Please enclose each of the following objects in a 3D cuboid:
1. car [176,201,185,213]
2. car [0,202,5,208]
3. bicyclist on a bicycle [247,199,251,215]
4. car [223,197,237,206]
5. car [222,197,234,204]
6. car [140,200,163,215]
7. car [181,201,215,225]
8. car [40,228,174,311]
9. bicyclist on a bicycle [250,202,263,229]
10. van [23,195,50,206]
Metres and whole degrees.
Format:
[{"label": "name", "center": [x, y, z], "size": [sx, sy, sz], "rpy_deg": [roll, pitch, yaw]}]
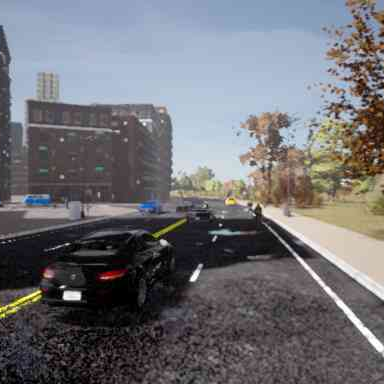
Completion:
[{"label": "car", "center": [-0.895, 1.870, 41.909], "size": [1.895, 1.301, 4.718], "rpy_deg": [0, 0, 5]}, {"label": "car", "center": [-26.338, 1.502, 42.675], "size": [4.206, 1.307, 1.802], "rpy_deg": [1, -2, -24]}, {"label": "bicyclist on a bicycle", "center": [5.376, 1.536, 30.918], "size": [0.659, 1.776, 1.843], "rpy_deg": [0, 0, 6]}, {"label": "car", "center": [7.387, 1.818, 62.948], "size": [1.882, 1.535, 5.008], "rpy_deg": [0, 0, 3]}, {"label": "car", "center": [7.927, 1.922, 73.604], "size": [2.128, 1.511, 4.902], "rpy_deg": [0, 0, 2]}, {"label": "car", "center": [-4.578, 1.735, 38.064], "size": [1.882, 1.535, 5.008], "rpy_deg": [0, -1, 6]}, {"label": "car", "center": [0.719, 1.650, 25.851], "size": [2.128, 1.511, 4.902], "rpy_deg": [0, 0, 7]}, {"label": "car", "center": [-1.670, 1.583, 7.845], "size": [1.812, 1.442, 4.674], "rpy_deg": [0, 0, 8]}, {"label": "bicyclist on a bicycle", "center": [4.212, 1.566, 21.079], "size": [0.582, 1.620, 1.656], "rpy_deg": [0, -1, 7]}, {"label": "van", "center": [-24.467, 1.335, 52.661], "size": [3.998, 1.788, 1.690], "rpy_deg": [1, -1, -24]}]
